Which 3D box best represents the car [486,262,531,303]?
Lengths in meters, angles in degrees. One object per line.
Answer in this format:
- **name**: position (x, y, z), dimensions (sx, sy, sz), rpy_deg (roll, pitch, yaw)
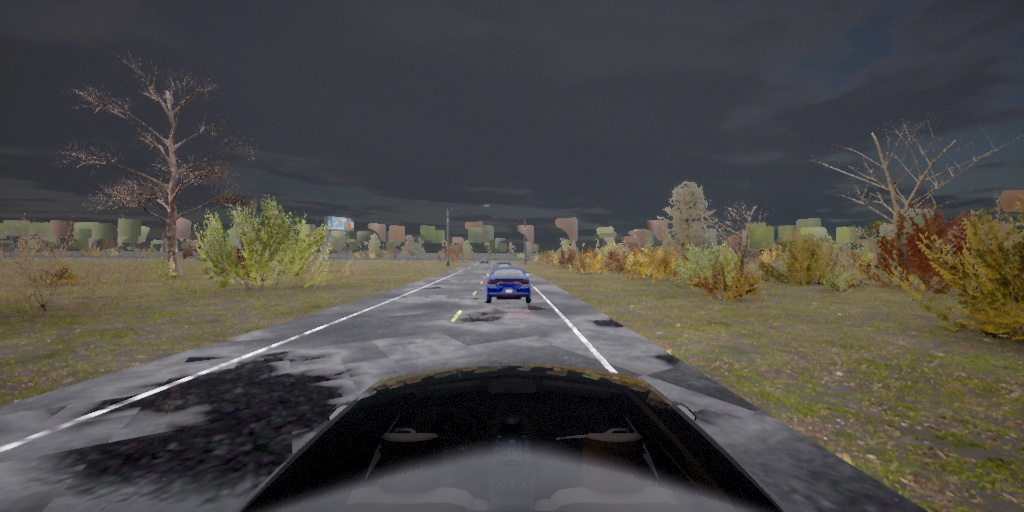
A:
- **car**: position (-0.179, 1.226, 16.572), dimensions (1.882, 1.535, 5.008), rpy_deg (0, 0, -1)
